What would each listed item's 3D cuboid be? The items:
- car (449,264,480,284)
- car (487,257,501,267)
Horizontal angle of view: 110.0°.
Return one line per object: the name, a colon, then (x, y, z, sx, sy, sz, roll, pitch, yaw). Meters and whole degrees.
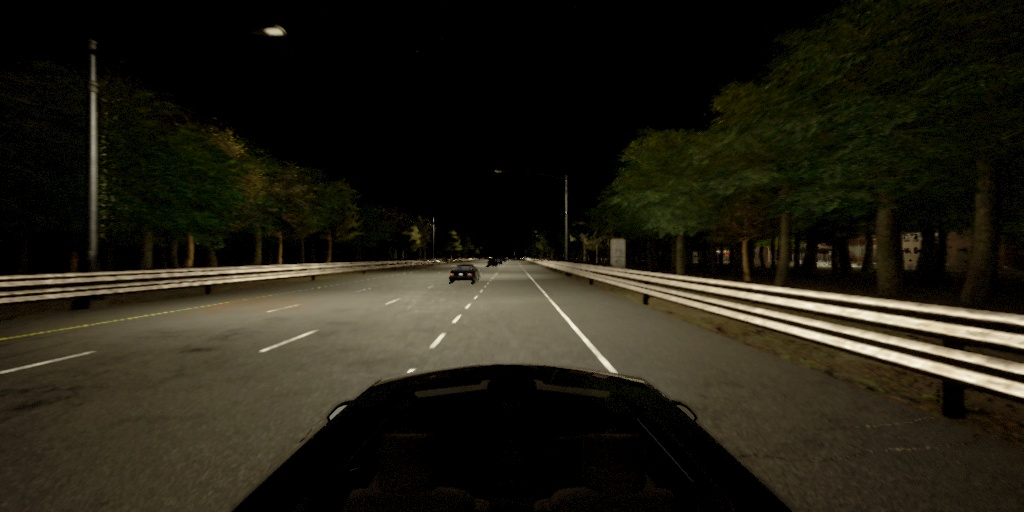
car: (-3.499, 1.306, 26.910, 2.033, 1.411, 5.357, 0, 0, 0)
car: (-3.477, 1.301, 65.288, 1.837, 1.490, 4.892, 0, 0, 0)
